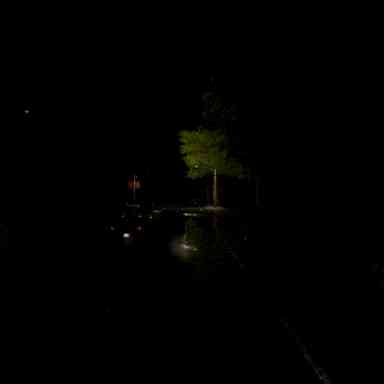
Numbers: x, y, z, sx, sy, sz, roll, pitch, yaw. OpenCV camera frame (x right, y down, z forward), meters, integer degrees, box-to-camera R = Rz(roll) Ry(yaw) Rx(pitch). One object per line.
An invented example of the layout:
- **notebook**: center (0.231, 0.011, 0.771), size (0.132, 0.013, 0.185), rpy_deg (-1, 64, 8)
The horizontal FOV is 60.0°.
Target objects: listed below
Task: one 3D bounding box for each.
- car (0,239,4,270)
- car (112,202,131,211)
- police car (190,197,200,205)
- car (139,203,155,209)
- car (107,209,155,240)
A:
- **car**: center (-6.597, 1.440, 7.876), size (2.097, 1.767, 4.553), rpy_deg (0, -1, 0)
- **car**: center (-9.828, 2.141, 46.816), size (2.033, 1.411, 5.357), rpy_deg (0, -1, 0)
- **police car**: center (0.991, 2.629, 86.501), size (1.930, 1.638, 5.238), rpy_deg (0, -1, 0)
- **car**: center (-6.573, 2.223, 48.782), size (1.895, 1.301, 4.718), rpy_deg (0, -1, 0)
- **car**: center (-3.146, 1.808, 18.152), size (1.895, 1.301, 4.718), rpy_deg (0, -1, 0)
